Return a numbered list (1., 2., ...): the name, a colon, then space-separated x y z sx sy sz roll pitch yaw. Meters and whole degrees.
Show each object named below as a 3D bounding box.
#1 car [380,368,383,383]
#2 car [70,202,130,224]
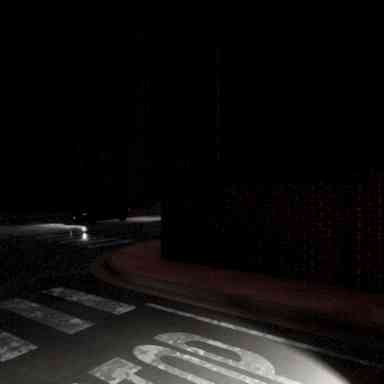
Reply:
1. car: 3.245 1.565 1.692 4.181 1.385 1.994 0 0 35
2. car: -6.547 1.463 24.209 1.812 1.442 4.674 0 0 35
